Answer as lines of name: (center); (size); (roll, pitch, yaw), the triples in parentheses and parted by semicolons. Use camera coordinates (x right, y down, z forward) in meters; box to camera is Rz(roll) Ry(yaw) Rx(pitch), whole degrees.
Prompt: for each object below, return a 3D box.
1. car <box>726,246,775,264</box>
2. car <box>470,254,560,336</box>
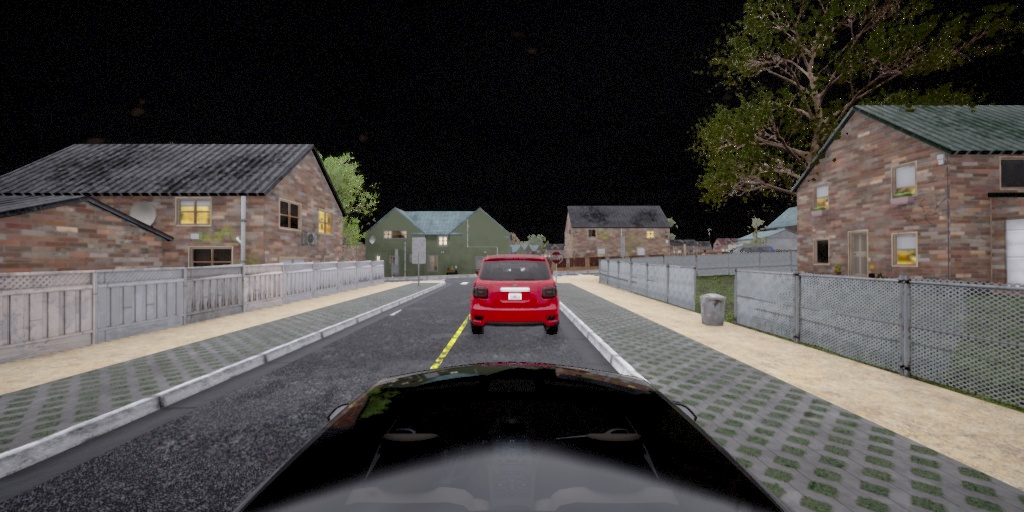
car: (21.827, 0.144, 33.763); (5.566, 2.045, 2.150); (-2, 0, 0)
car: (0.076, 0.975, 10.558); (2.150, 2.045, 5.566); (0, 0, 0)
